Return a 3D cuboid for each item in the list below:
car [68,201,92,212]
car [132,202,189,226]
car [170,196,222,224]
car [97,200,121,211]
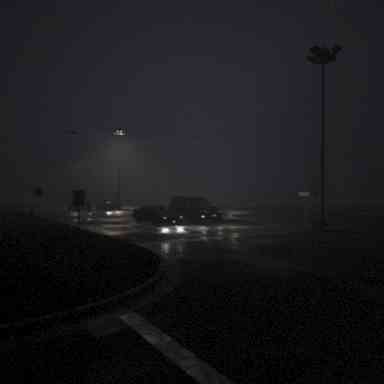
[{"bbox_3d":[-14.116,1.669,41.719,1.812,1.442,4.674,1,-1,-35],"label":"car"},{"bbox_3d":[-2.759,1.686,25.386,2.033,1.411,5.357,1,0,-35],"label":"car"},{"bbox_3d":[0.121,1.397,27.389,2.150,2.045,5.566,1,0,-35],"label":"car"},{"bbox_3d":[-10.739,1.746,42.980,1.994,1.385,4.181,1,-1,-35],"label":"car"}]
